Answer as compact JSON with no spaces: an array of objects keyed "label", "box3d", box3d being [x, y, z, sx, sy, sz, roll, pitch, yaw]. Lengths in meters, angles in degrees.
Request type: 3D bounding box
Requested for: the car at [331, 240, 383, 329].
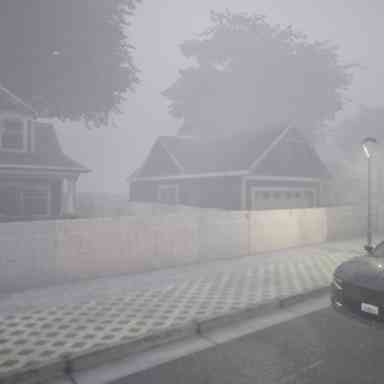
[{"label":"car","box3d":[4.709,1.481,6.445,5.008,1.535,1.882,0,0,-35]}]
